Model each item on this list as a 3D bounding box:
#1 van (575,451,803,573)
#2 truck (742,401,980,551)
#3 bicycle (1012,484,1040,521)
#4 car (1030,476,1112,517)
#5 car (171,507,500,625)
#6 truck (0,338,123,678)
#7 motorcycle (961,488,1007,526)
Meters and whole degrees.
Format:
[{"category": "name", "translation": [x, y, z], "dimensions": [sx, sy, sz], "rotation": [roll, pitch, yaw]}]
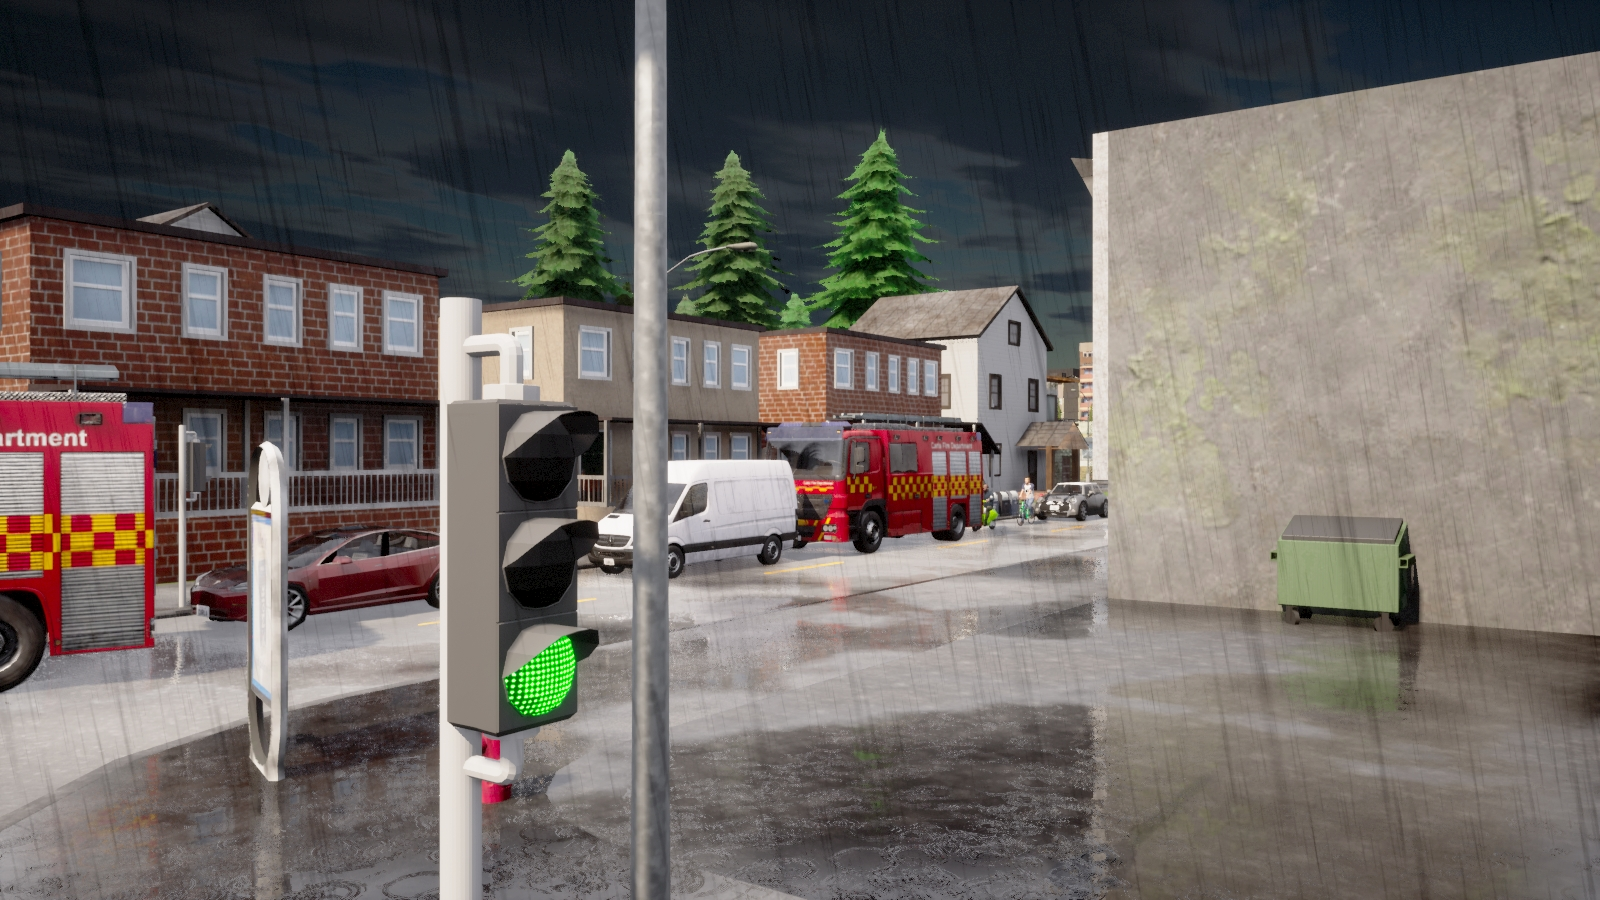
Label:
[{"category": "van", "translation": [-2.442, 1.307, 26.996], "dimensions": [1.988, 2.561, 5.915], "rotation": [0, 0, 35]}, {"category": "truck", "translation": [2.054, 0.663, 33.403], "dimensions": [2.891, 3.827, 8.468], "rotation": [0, 0, 35]}, {"category": "bicycle", "translation": [8.406, 1.928, 42.476], "dimensions": [0.373, 1.296, 1.643], "rotation": [0, 0, 35]}, {"category": "car", "translation": [11.003, 1.837, 46.179], "dimensions": [1.970, 1.475, 3.806], "rotation": [0, 0, 35]}, {"category": "car", "translation": [-7.721, 1.835, 19.471], "dimensions": [2.163, 1.488, 4.792], "rotation": [0, 0, 35]}, {"category": "truck", "translation": [-12.349, 0.662, 12.451], "dimensions": [8.468, 3.827, 2.891], "rotation": [0, 0, -32]}, {"category": "motorcycle", "translation": [6.398, 1.954, 39.613], "dimensions": [0.856, 1.236, 1.805], "rotation": [0, 0, 35]}]
